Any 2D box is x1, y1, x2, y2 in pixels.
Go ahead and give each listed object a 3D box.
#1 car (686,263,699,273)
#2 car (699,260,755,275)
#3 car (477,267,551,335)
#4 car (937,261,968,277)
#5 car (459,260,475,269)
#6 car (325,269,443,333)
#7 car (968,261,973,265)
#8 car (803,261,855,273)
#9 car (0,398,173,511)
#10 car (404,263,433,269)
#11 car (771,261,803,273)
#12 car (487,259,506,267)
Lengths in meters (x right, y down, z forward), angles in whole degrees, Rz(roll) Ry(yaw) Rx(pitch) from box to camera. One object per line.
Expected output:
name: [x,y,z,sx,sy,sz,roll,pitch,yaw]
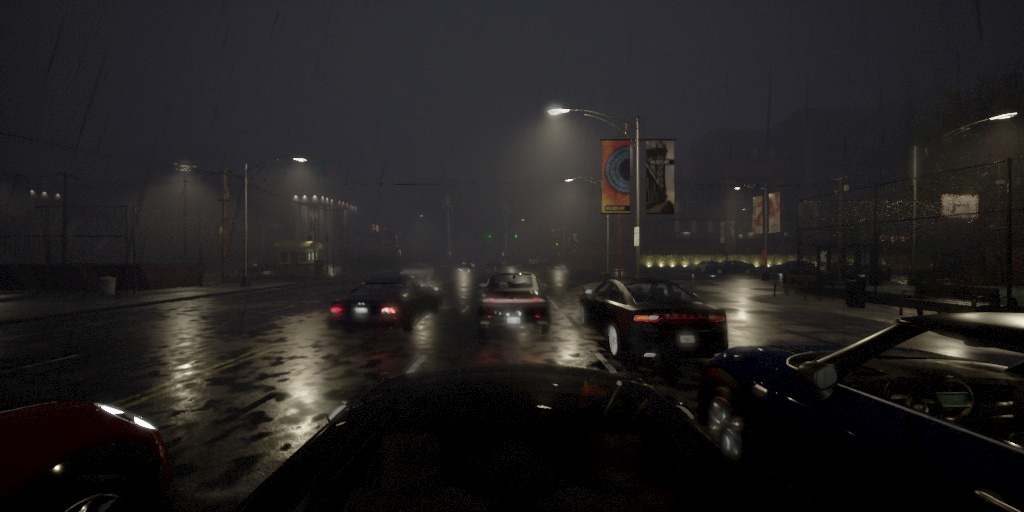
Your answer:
car: [23.233,1.286,42.640,4.674,1.442,1.812,0,0,-1]
car: [23.740,1.237,39.163,5.008,1.535,1.882,0,0,0]
car: [0.059,1.245,10.588,2.128,1.511,4.902,0,0,0]
car: [45.169,1.250,35.763,4.902,1.511,2.128,0,0,-1]
car: [-6.867,1.311,55.211,2.033,1.411,5.357,0,0,3]
car: [-3.440,1.300,10.755,2.033,1.411,5.357,0,0,0]
car: [45.201,1.305,32.263,5.357,1.411,2.033,0,0,-1]
car: [35.655,1.307,39.252,5.357,1.411,2.033,0,0,0]
car: [-3.403,1.102,0.564,2.097,1.767,4.553,0,0,0]
car: [-7.105,1.282,27.399,1.812,1.442,4.674,0,0,0]
car: [33.550,1.286,42.736,4.674,1.442,1.812,0,0,0]
car: [-2.771,1.254,59.514,2.128,1.511,4.902,0,0,9]
